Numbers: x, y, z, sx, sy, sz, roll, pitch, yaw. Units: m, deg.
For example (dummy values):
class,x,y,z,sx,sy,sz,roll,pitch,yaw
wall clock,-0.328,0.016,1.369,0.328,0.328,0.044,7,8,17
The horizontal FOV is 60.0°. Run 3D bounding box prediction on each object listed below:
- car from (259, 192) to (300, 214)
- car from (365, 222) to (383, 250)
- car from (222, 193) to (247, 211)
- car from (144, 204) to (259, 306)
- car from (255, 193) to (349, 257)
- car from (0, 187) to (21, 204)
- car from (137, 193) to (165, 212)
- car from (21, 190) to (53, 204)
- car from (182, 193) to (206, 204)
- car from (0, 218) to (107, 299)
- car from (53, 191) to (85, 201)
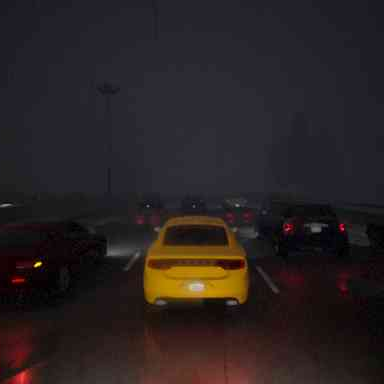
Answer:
class,x,y,z,sx,sy,sz,roll,pitch,yaw
car,7.164,0.817,27.719,2.128,1.511,4.902,0,2,0
car,7.107,1.361,9.801,1.895,1.301,4.718,0,1,0
car,3.669,0.814,29.147,1.812,1.442,4.674,0,2,0
car,0.092,1.286,7.746,1.882,1.535,5.008,0,2,0
car,3.618,1.062,11.779,2.097,1.767,4.553,0,1,0
car,-21.145,0.551,38.760,1.837,1.490,4.892,0,2,-2
car,-3.336,0.813,27.748,2.128,1.511,4.902,0,2,0
car,-17.659,0.516,39.178,1.882,1.535,5.008,0,1,-2
car,0.164,0.815,27.734,2.128,1.511,4.902,0,2,0
car,-3.407,1.331,7.830,1.812,1.442,4.674,0,1,1
car,-14.135,0.578,39.509,2.033,1.411,5.357,0,1,-2
